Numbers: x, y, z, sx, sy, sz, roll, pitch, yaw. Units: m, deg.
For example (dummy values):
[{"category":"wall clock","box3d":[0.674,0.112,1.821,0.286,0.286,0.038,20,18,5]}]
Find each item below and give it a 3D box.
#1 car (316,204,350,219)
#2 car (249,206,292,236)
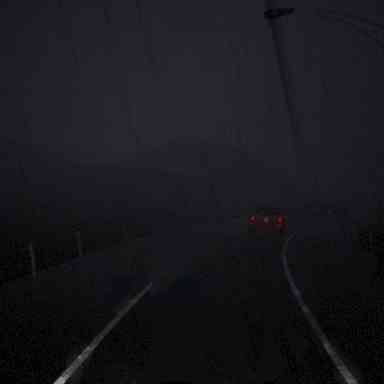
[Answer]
[{"category":"car","box3d":[15.365,2.037,36.094,5.357,1.411,2.033,0,3,-45]},{"category":"car","box3d":[5.113,1.667,21.256,2.097,1.767,4.553,2,0,23]}]
